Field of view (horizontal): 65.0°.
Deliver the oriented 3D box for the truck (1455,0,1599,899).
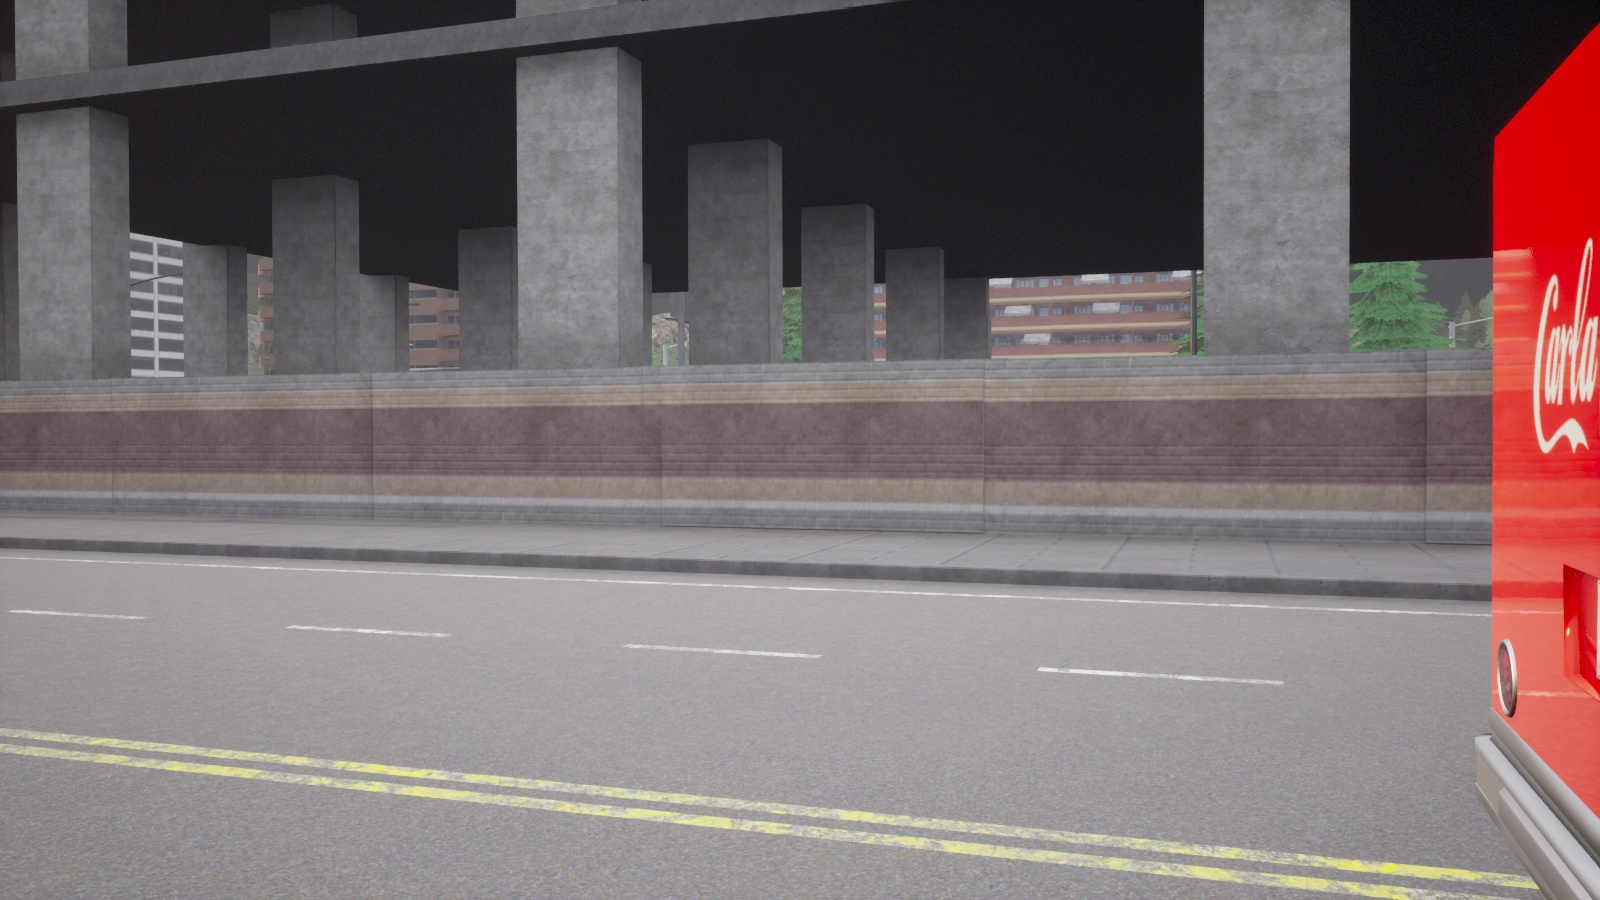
[{"bbox_3d":[4.085,0.326,1.809,5.204,2.467,2.627,1,1,19],"label":"truck"}]
